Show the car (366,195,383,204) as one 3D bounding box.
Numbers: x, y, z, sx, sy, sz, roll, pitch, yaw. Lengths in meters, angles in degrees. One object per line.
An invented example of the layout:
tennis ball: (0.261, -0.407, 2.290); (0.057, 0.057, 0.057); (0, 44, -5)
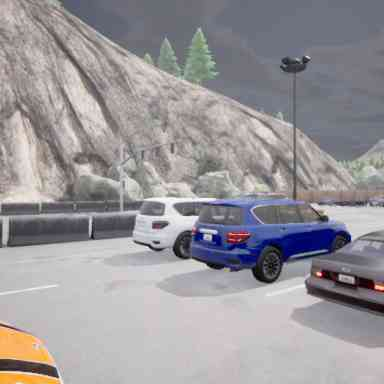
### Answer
car: (32.603, 1.276, 57.997); (4.902, 1.511, 2.128); (0, 0, -36)

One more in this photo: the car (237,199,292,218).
car: (6.698, 1.453, 30.505); (4.902, 1.511, 2.128); (0, 0, -36)

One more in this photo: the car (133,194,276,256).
car: (0.484, 1.218, 12.773); (5.566, 2.045, 2.150); (0, 0, -36)

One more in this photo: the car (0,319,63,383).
car: (-2.975, 1.351, 1.618); (4.553, 1.767, 2.097); (0, 0, -36)

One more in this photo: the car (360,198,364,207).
car: (22.382, 1.457, 46.287); (4.718, 1.301, 1.895); (0, 0, -36)

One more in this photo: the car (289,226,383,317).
car: (4.702, 1.544, 7.191); (5.357, 1.411, 2.033); (0, 0, -36)

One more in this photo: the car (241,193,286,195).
car: (8.074, 1.162, 35.844); (5.566, 2.045, 2.150); (0, 0, -36)

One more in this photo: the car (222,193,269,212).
car: (6.273, 1.161, 38.862); (5.566, 2.045, 2.150); (0, 0, -36)

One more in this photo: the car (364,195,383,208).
car: (25.425, 1.342, 44.175); (4.902, 1.511, 2.128); (0, 0, -36)

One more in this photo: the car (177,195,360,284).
car: (2.510, 1.218, 9.897); (5.566, 2.045, 2.150); (0, 0, -38)

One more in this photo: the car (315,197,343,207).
car: (20.230, 1.421, 49.047); (4.181, 1.385, 1.994); (0, 0, -36)
